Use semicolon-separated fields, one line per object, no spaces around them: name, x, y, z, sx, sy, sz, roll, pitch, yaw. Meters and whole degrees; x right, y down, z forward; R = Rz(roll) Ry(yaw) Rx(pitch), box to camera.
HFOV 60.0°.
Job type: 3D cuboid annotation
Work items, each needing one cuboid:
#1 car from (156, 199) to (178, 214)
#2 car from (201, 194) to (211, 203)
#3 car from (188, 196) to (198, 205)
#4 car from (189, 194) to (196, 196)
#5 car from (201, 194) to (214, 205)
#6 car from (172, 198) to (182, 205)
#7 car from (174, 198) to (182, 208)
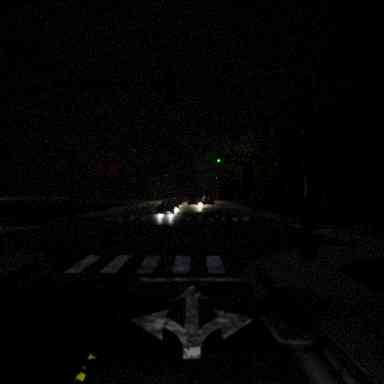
car;-3.074;1.836;39.508;1.994;1.385;4.181;0;0;0
car;3.387;1.581;79.033;2.150;2.045;5.566;0;0;0
car;0.168;2.007;68.983;1.994;1.385;4.181;0;0;0
car;0.137;1.581;79.023;2.150;2.045;5.566;0;0;0
car;3.418;1.809;68.964;2.097;1.767;4.553;0;0;0
car;-3.085;1.997;69.719;2.033;1.411;5.357;0;0;0
car;-3.095;1.857;54.234;2.128;1.511;4.902;0;0;0
